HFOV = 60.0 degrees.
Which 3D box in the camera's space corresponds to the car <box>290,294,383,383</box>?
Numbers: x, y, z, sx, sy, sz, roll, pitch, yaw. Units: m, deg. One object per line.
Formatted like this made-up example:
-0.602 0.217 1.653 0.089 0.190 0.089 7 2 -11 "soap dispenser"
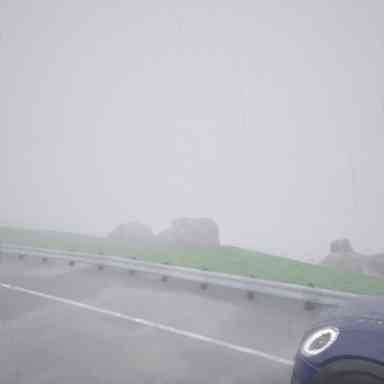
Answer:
3.276 1.531 2.938 4.553 1.767 2.097 -1 -3 35 "car"
